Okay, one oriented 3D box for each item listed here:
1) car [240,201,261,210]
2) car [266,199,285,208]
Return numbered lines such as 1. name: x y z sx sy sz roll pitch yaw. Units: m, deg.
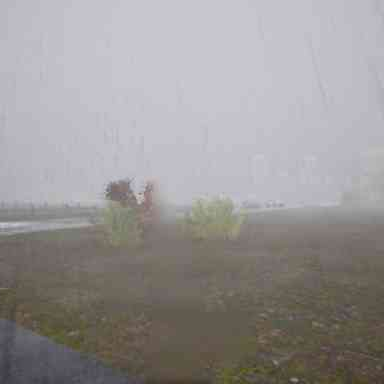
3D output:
1. car: 9.249 2.078 52.118 2.128 1.511 4.902 -1 -1 36
2. car: 15.242 2.053 60.531 2.097 1.767 4.553 -1 -1 36
